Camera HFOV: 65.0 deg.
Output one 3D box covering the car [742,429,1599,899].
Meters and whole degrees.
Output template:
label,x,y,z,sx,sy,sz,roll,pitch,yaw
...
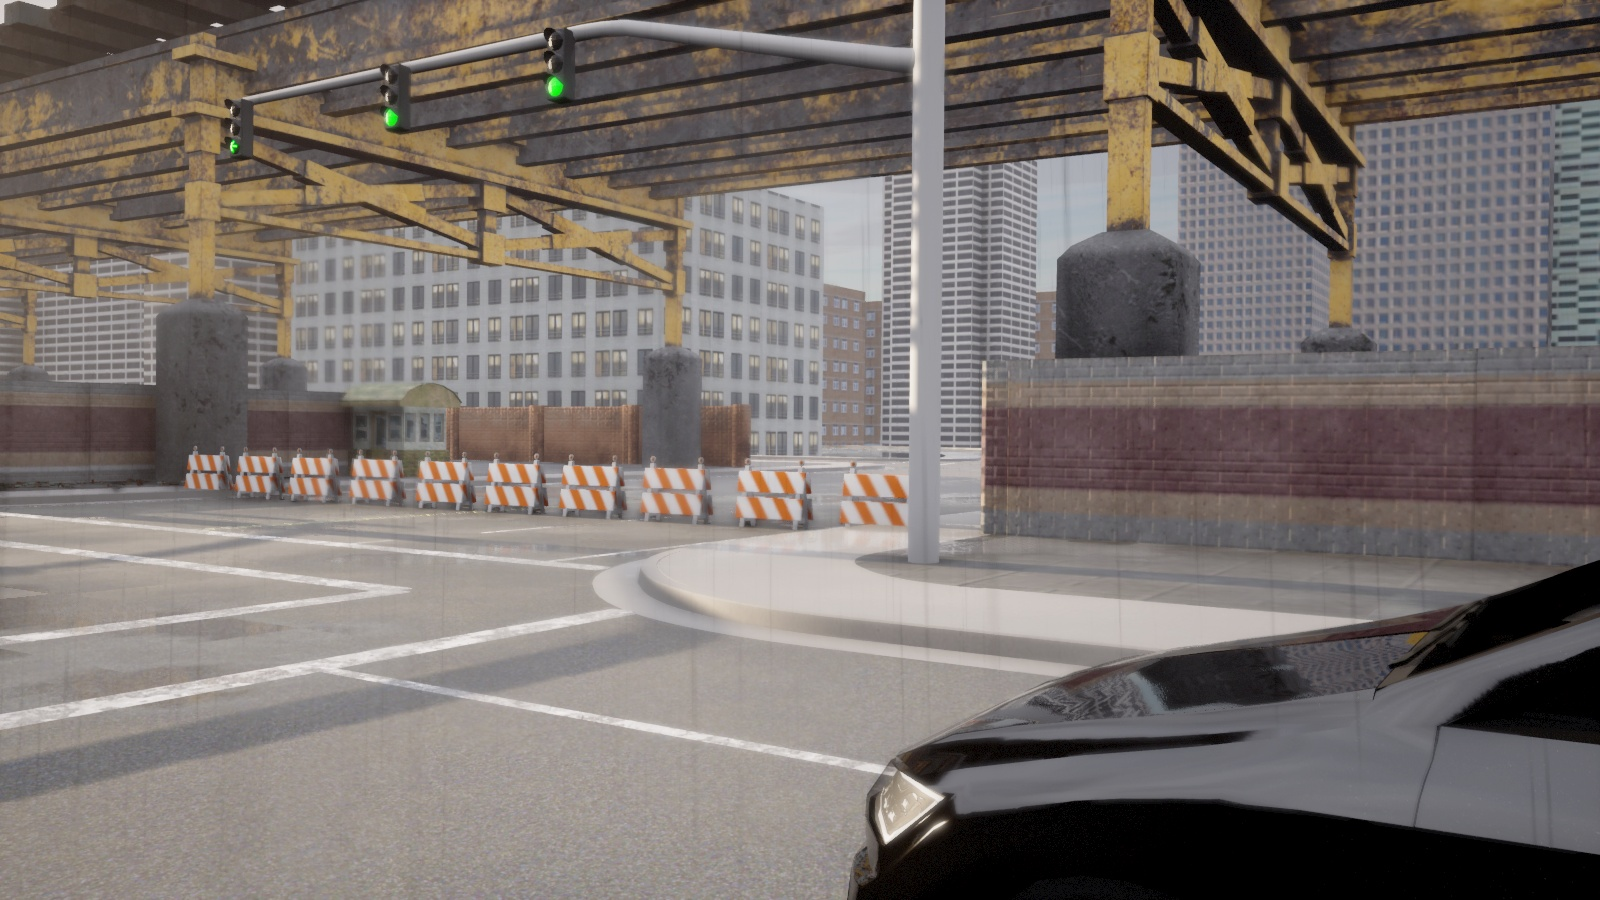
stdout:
label,x,y,z,sx,sy,sz,roll,pitch,yaw
car,2.136,0.696,2.204,4.193,1.474,1.816,0,1,34
